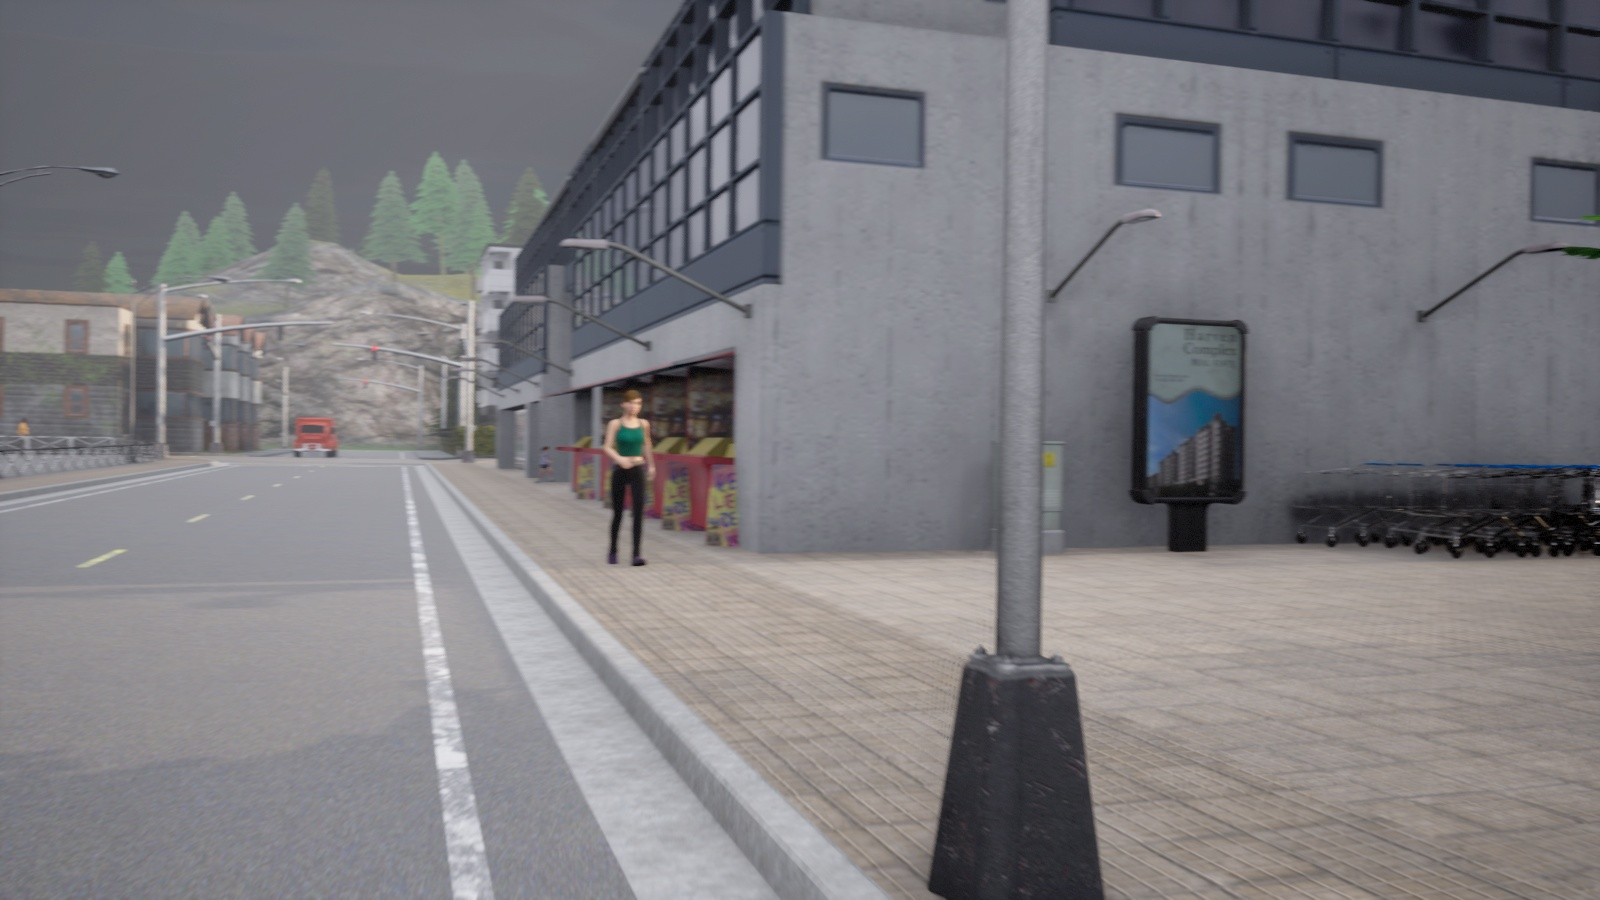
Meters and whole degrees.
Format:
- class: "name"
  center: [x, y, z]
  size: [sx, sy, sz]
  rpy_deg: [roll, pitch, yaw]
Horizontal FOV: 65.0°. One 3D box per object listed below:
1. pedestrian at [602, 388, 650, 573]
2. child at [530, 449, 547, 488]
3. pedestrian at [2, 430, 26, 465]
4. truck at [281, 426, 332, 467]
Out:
- class: "pedestrian"
  center: [-1.783, 0.301, 12.838]
  size: [0.345, 1.836, 0.594]
  rpy_deg: [0, 0, -21]
- class: "child"
  center: [-7.408, 0.525, 35.588]
  size: [0.394, 1.110, 0.255]
  rpy_deg: [0, 0, 6]
- class: "pedestrian"
  center: [-41.771, -0.122, 66.731]
  size: [0.900, 1.855, 0.874]
  rpy_deg: [0, 0, -17]
- class: "truck"
  center: [-30.772, -0.229, 78.423]
  size: [2.627, 2.467, 5.204]
  rpy_deg: [0, 0, -18]
